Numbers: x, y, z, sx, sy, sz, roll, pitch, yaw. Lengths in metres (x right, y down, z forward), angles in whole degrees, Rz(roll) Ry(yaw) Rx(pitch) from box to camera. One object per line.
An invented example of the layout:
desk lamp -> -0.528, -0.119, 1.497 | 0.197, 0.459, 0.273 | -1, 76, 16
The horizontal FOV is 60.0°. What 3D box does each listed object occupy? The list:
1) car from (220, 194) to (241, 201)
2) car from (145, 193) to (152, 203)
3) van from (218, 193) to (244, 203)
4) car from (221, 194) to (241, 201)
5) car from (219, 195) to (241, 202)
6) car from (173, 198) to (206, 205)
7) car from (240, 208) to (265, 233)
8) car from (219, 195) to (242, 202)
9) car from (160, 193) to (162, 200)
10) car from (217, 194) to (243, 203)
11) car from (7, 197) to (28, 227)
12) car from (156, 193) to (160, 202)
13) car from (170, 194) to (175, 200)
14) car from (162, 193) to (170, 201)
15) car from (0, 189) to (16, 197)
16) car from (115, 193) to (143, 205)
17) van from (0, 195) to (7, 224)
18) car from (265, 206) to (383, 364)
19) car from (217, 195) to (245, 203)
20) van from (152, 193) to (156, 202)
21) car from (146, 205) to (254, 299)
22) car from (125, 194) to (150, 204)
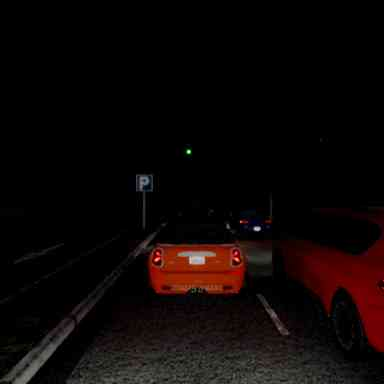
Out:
car -> 9.289, 1.319, 80.544 | 4.553, 1.767, 2.185 | 1, 0, -12
car -> -10.932, 1.464, 63.229 | 5.366, 1.575, 1.946 | -1, 0, -15
van -> 7.152, 1.191, 62.871 | 4.442, 1.987, 1.878 | 1, 0, -14
car -> 10.177, 1.328, 86.415 | 4.553, 1.767, 2.185 | 1, 0, -11
car -> 8.928, 1.481, 77.613 | 4.674, 1.452, 2.002 | 1, 0, -12
car -> 0.169, 1.427, 19.308 | 2.097, 1.767, 4.553 | 0, 0, 1
car -> 3.153, 1.596, 18.283 | 1.812, 1.442, 4.674 | 0, 0, 0
car -> 8.562, 1.477, 74.675 | 4.674, 1.452, 2.002 | 1, 0, -13
car -> -9.797, 1.537, 75.190 | 4.674, 1.452, 2.002 | -1, 0, -13
car -> 7.529, 1.297, 65.841 | 4.553, 1.767, 2.185 | 1, 0, -14
car -> -13.673, 1.456, 22.425 | 4.553, 1.767, 2.185 | -1, 0, -19
car -> -10.164, 1.492, 72.194 | 4.892, 1.521, 2.231 | -1, -1, -14
car -> -8.185, 1.271, 87.184 | 5.566, 2.045, 2.435 | -1, -1, -12
car -> -8.629, 1.556, 84.176 | 4.674, 1.452, 2.002 | -1, 0, -12
car -> -28.271, 0.257, 51.071 | 2.002, 1.452, 4.674 | 6, -3, -20
car -> -11.570, 1.500, 60.236 | 4.792, 1.488, 2.163 | -1, 0, -15
van -> -13.642, 1.342, 19.447 | 4.442, 1.987, 1.878 | -1, -1, -20
car -> 3.097, 1.247, 6.036 | 2.150, 2.045, 5.566 | 0, 0, 0
car -> 8.059, 1.426, 68.835 | 5.366, 1.575, 1.946 | 1, 0, -13
van -> -10.385, 1.256, 69.223 | 4.442, 1.987, 1.878 | -1, -1, -14
car -> 0.103, 1.385, 8.706 | 2.097, 1.767, 4.553 | 0, 0, 0
car -> -10.844, 1.352, 66.182 | 4.553, 1.767, 2.185 | -1, -1, -14
